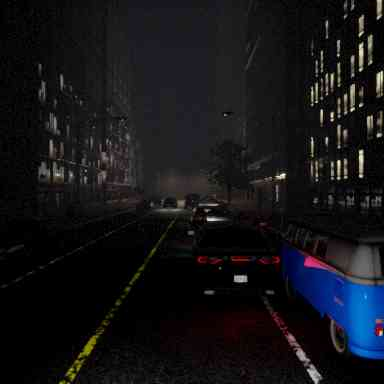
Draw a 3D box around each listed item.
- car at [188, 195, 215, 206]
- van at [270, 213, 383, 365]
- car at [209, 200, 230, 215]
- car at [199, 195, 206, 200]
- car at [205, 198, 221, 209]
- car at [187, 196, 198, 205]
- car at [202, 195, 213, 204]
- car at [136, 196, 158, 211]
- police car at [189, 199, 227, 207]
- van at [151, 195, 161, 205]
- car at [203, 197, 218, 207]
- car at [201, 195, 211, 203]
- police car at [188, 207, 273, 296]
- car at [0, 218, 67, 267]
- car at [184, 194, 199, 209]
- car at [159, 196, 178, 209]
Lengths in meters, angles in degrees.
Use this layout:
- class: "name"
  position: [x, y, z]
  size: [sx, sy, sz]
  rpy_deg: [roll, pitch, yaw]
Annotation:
- class: "car"
  position: [0.959, 1.351, 24.691]
  size: [2.097, 1.767, 4.553]
  rpy_deg: [0, 0, 0]
- class: "van"
  position: [2.704, 1.341, 5.697]
  size: [1.690, 1.788, 3.998]
  rpy_deg: [0, 0, 0]
- class: "car"
  position: [2.773, 1.581, 34.158]
  size: [1.802, 1.307, 4.206]
  rpy_deg: [0, 0, 0]
- class: "car"
  position: [2.911, 1.463, 91.083]
  size: [1.887, 1.381, 4.507]
  rpy_deg: [0, 0, 0]
- class: "car"
  position: [2.801, 1.544, 45.543]
  size: [2.008, 1.369, 4.403]
  rpy_deg: [0, 0, 0]
- class: "car"
  position: [0.143, 1.480, 59.484]
  size: [1.837, 1.490, 4.892]
  rpy_deg: [0, 0, 0]
- class: "car"
  position: [2.842, 1.410, 62.621]
  size: [1.967, 1.590, 4.097]
  rpy_deg: [0, 0, 0]
- class: "car"
  position: [-5.594, 1.548, 39.875]
  size: [2.008, 1.369, 4.403]
  rpy_deg: [0, 0, 0]
- class: "police car"
  position: [0.946, 1.425, 18.830]
  size: [1.930, 1.638, 5.238]
  rpy_deg: [0, 0, 0]
- class: "van"
  position: [-5.566, 1.328, 51.260]
  size: [1.690, 1.788, 3.998]
  rpy_deg: [0, 0, 0]
- class: "car"
  position: [2.814, 1.538, 51.236]
  size: [2.008, 1.369, 4.403]
  rpy_deg: [0, 0, 0]
- class: "car"
  position: [2.856, 1.401, 68.313]
  size: [1.967, 1.590, 4.097]
  rpy_deg: [0, 0, 0]
- class: "police car"
  position: [0.921, 1.425, 8.830]
  size: [1.930, 1.638, 5.238]
  rpy_deg: [0, 0, 0]
- class: "car"
  position: [-5.663, 1.582, 11.411]
  size: [1.802, 1.307, 4.206]
  rpy_deg: [0, 0, 0]
- class: "car"
  position: [0.112, 1.215, 44.930]
  size: [2.150, 2.045, 5.566]
  rpy_deg: [0, 0, 0]
- class: "car"
  position: [-2.893, 1.499, 44.434]
  size: [1.837, 1.490, 4.892]
  rpy_deg: [0, 0, 0]
